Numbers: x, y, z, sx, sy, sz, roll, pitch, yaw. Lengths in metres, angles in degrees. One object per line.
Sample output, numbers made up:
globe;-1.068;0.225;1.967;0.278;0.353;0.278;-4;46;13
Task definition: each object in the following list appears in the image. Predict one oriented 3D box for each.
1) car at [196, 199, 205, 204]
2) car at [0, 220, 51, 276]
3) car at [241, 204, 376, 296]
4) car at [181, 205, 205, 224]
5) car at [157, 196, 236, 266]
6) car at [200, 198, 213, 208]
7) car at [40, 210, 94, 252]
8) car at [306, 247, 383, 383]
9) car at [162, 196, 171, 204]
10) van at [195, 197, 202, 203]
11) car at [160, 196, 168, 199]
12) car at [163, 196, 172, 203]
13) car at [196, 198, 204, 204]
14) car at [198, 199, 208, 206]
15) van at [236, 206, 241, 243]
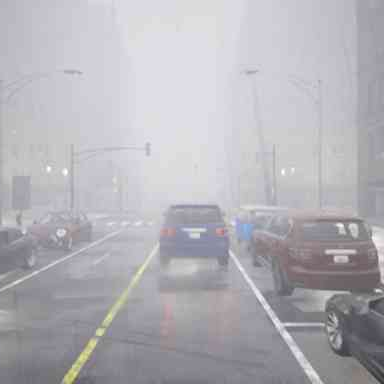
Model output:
car;2.058;2.296;80.780;1.802;1.307;4.206;0;-1;-1
car;-5.670;1.638;8.751;1.947;1.339;4.313;0;0;0
car;2.856;1.387;8.762;2.192;1.841;5.009;0;0;0
car;0.088;1.822;28.113;1.895;1.301;4.718;0;0;0
car;0.079;1.324;12.054;2.150;2.045;5.566;0;0;0
car;2.560;1.940;58.172;1.967;1.590;4.097;0;-1;-1
car;-5.671;1.557;14.277;1.967;1.590;4.097;0;0;0
car;2.857;1.593;3.236;1.947;1.339;4.313;0;0;0
car;-6.592;2.091;86.260;2.192;1.841;5.009;0;-1;-1
van;1.806;2.186;92.089;1.690;1.788;3.998;0;-1;-1
car;-6.214;2.043;69.298;1.967;1.590;4.097;0;-1;-1
car;-6.717;2.159;91.915;2.192;1.841;5.009;0;-1;-1
car;1.932;2.322;86.433;1.887;1.381;4.507;0;-1;-1
car;2.309;2.186;69.478;1.802;1.307;4.206;0;-1;-1
van;2.855;1.458;14.285;1.690;1.788;3.998;0;0;0
